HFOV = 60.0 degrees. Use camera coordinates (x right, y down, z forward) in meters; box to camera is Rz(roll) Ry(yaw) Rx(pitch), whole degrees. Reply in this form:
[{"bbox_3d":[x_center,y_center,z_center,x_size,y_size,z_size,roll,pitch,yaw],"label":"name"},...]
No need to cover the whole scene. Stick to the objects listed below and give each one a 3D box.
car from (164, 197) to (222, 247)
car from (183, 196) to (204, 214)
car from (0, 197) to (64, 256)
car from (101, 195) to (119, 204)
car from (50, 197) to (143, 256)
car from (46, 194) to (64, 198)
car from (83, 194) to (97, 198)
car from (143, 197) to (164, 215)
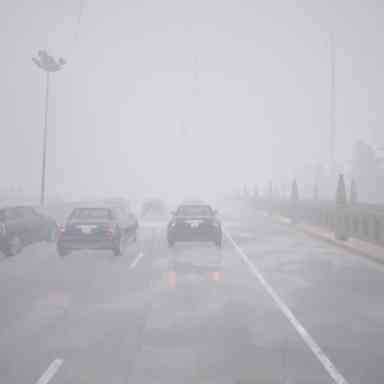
[{"bbox_3d":[0.100,1.230,14.514,2.097,1.767,4.553,0,1,0],"label":"car"},{"bbox_3d":[0.099,1.186,32.374,1.882,1.535,5.008,0,1,0],"label":"car"},{"bbox_3d":[-6.901,1.247,12.695,2.097,1.767,4.553,0,1,0],"label":"car"},{"bbox_3d":[-14.045,1.364,57.152,1.812,1.442,4.674,0,-2,1],"label":"car"},{"bbox_3d":[-3.401,1.246,12.856,2.097,1.767,4.553,0,1,0],"label":"car"},{"bbox_3d":[-21.069,1.115,50.470,1.882,1.535,5.008,0,-1,0],"label":"car"},{"bbox_3d":[-17.544,1.193,57.207,2.097,1.767,4.553,0,-2,1],"label":"car"},{"bbox_3d":[-3.401,1.231,30.617,1.837,1.490,4.892,0,1,0],"label":"car"}]
